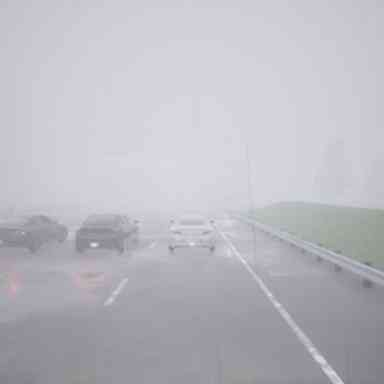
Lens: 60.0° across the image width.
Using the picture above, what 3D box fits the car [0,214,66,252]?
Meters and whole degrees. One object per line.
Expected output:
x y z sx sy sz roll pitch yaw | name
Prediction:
-6.997 1.663 14.380 1.812 1.442 4.674 0 0 0 | car

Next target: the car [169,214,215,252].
0.002 1.662 14.406 1.812 1.442 4.674 0 0 0 | car

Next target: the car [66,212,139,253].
-3.499 1.644 14.312 1.837 1.490 4.892 0 0 0 | car
